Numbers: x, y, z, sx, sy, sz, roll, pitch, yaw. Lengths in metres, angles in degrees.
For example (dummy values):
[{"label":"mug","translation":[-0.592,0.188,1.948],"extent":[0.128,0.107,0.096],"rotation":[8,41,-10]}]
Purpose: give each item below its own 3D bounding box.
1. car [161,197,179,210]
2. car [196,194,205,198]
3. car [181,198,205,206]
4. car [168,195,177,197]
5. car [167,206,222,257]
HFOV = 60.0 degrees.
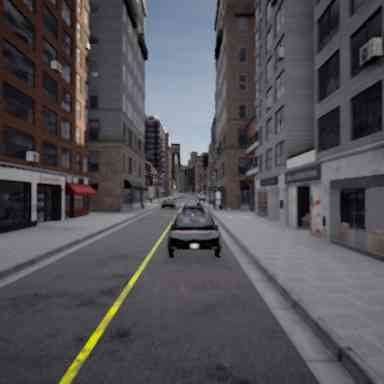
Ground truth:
[{"label":"car","translation":[-3.071,1.662,44.100],"extent":[1.895,1.301,4.718],"rotation":[0,0,0]},{"label":"car","translation":[2.710,1.744,89.732],"extent":[1.887,1.381,4.507],"rotation":[1,0,0]},{"label":"car","translation":[0.094,1.532,28.324],"extent":[1.837,1.490,4.892],"rotation":[0,0,0]},{"label":"car","translation":[-5.835,1.781,89.743],"extent":[1.802,1.307,4.206],"rotation":[1,0,0]},{"label":"car","translation":[0.088,1.498,12.990],"extent":[2.128,1.511,4.902],"rotation":[0,0,0]}]
